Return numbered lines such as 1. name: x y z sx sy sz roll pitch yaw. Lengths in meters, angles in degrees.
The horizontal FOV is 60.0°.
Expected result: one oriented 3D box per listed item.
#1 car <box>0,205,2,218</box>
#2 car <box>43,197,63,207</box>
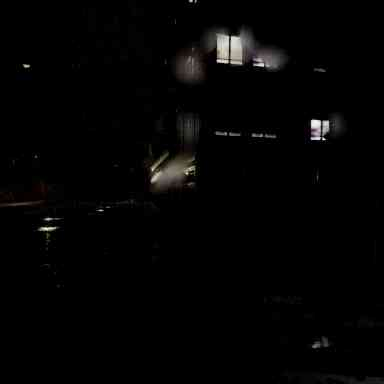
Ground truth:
1. car: -16.879 1.278 26.268 2.097 1.767 4.553 1 0 -10
2. car: -20.693 1.410 49.790 1.812 1.442 4.674 1 0 -8
